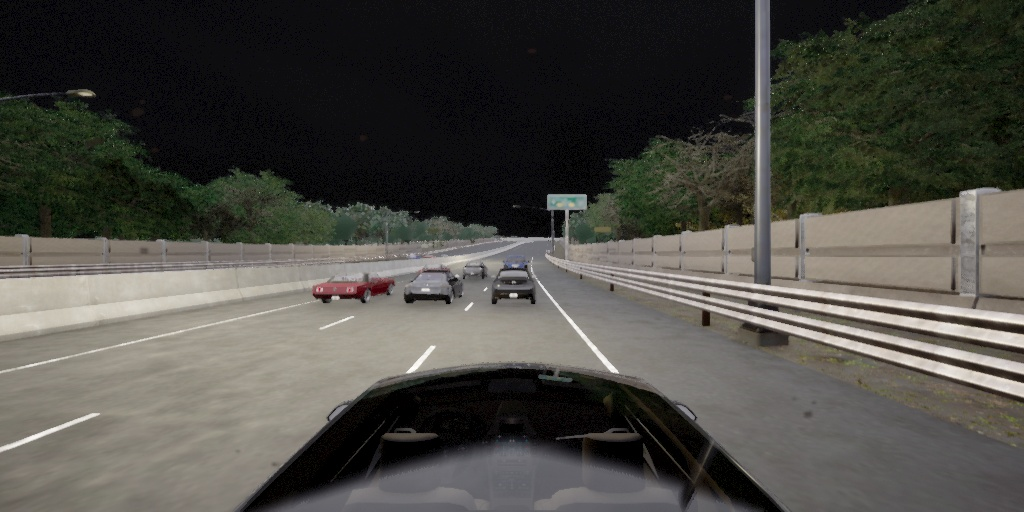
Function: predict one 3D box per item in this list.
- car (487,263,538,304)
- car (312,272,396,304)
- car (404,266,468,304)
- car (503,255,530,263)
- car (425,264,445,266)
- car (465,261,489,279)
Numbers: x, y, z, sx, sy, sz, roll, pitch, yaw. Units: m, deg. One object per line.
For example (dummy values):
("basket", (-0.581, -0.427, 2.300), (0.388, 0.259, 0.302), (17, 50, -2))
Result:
("car", (0.092, 1.260, 16.213), (1.837, 1.490, 4.892), (0, 0, 1))
("car", (-6.908, 1.358, 16.330), (1.895, 1.301, 4.718), (0, 0, 1))
("car", (-3.408, 1.315, 16.257), (1.994, 1.385, 4.181), (0, 0, 1))
("car", (0.373, 0.964, 31.080), (2.150, 2.045, 5.566), (0, 0, 1))
("car", (-6.624, 1.321, 31.260), (1.895, 1.301, 4.718), (0, 0, 1))
("car", (-3.127, 1.201, 31.140), (2.128, 1.511, 4.902), (0, 0, 1))
